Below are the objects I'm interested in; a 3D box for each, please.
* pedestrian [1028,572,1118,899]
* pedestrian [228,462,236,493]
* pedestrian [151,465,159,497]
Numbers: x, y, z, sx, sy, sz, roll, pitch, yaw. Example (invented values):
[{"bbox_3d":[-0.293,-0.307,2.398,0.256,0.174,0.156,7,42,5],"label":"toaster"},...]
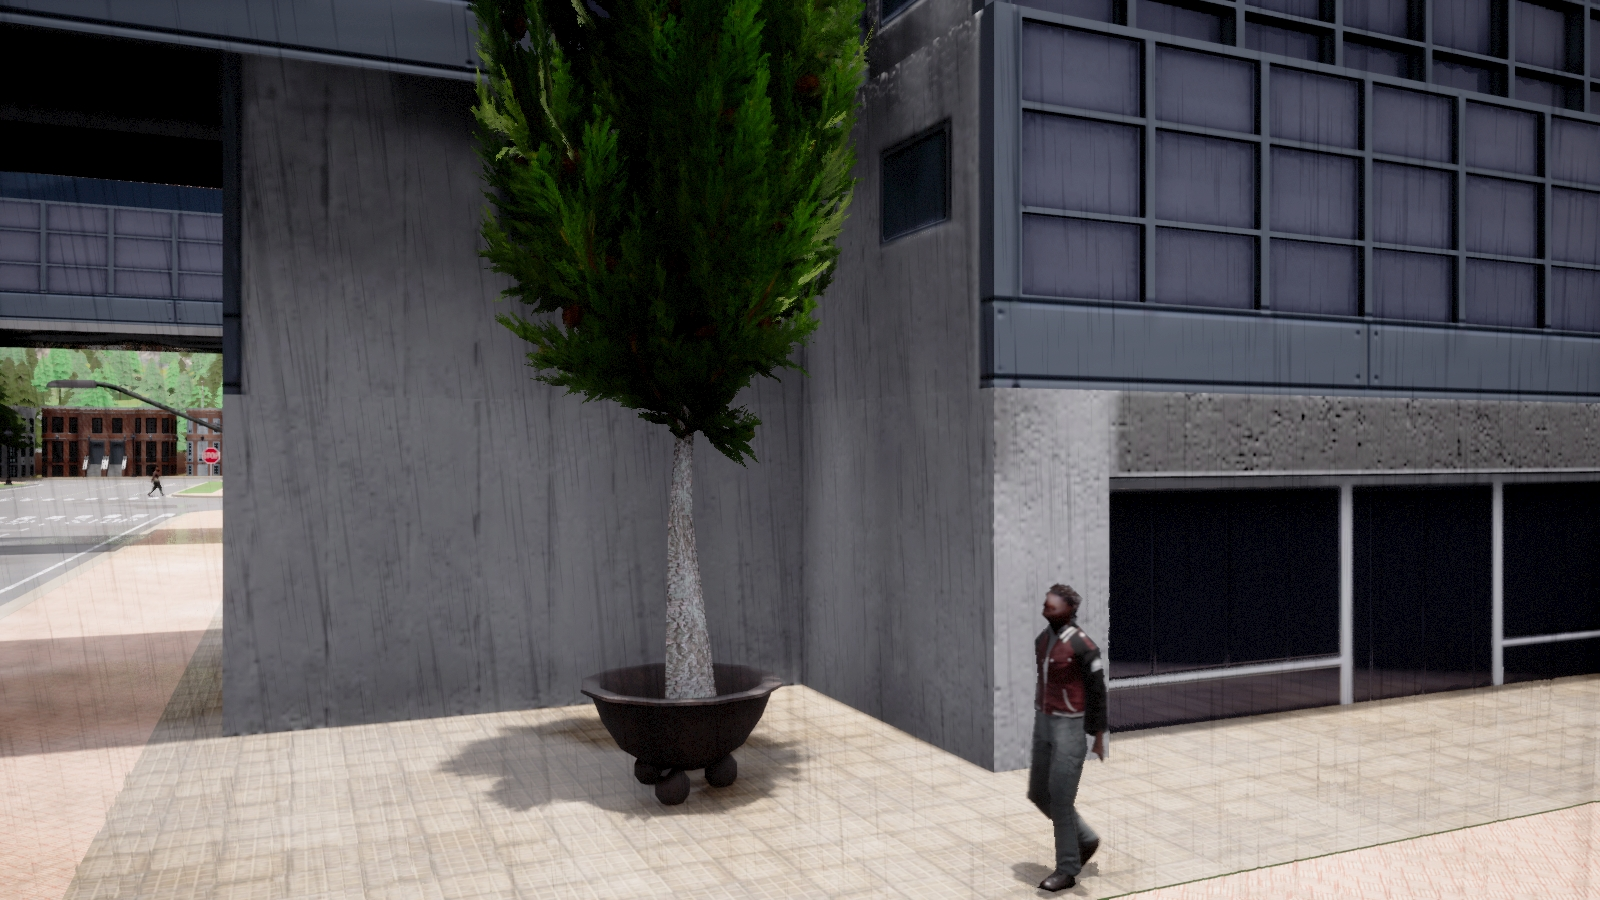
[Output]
[{"bbox_3d":[1.652,1.698,6.917,0.375,1.860,0.375,0,0,-29],"label":"pedestrian"},{"bbox_3d":[-34.948,1.684,70.287,0.375,1.860,0.375,0,0,-41],"label":"pedestrian"},{"bbox_3d":[-37.898,1.834,67.174,0.375,1.860,0.375,0,0,-23],"label":"pedestrian"}]
